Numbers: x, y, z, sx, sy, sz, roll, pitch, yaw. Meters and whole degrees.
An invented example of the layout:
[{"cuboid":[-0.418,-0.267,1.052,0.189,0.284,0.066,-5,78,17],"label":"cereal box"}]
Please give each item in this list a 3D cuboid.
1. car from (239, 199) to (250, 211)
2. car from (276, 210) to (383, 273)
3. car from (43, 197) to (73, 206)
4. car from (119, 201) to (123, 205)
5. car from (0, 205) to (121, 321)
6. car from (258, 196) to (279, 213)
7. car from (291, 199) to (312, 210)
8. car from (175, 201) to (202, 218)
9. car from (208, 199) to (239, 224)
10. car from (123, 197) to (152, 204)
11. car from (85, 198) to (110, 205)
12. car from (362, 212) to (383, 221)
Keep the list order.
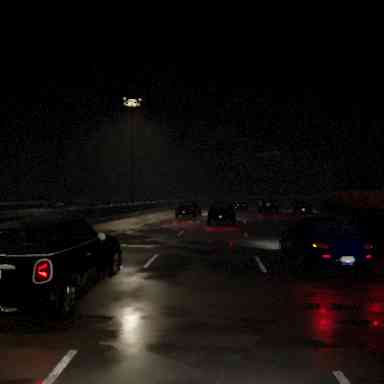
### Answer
[{"cuboid":[6.114,1.558,41.554,2.033,1.411,5.357,0,0,16],"label":"car"},{"cuboid":[4.099,1.533,10.673,1.812,1.442,4.674,0,0,4],"label":"car"},{"cuboid":[-18.317,1.459,45.613,2.128,1.511,4.902,0,0,15],"label":"car"},{"cuboid":[-9.414,1.548,51.071,1.994,1.385,4.181,0,0,18],"label":"car"},{"cuboid":[-3.097,1.347,7.472,2.097,1.767,4.553,0,0,3],"label":"car"},{"cuboid":[8.631,1.367,37.348,2.097,1.767,4.553,0,0,14],"label":"car"},{"cuboid":[11.888,1.526,36.051,1.837,1.490,4.892,0,0,14],"label":"car"},{"cuboid":[-0.253,1.525,30.184,1.812,1.442,4.674,0,0,11],"label":"car"},{"cuboid":[2.301,1.482,24.684,1.882,1.535,5.008,0,0,9],"label":"car"},{"cuboid":[-7.198,1.465,46.406,1.882,1.535,5.008,0,0,17],"label":"car"},{"cuboid":[-13.791,1.540,48.715,1.994,1.385,4.181,0,0,17],"label":"car"},{"cuboid":[7.860,1.540,13.610,1.812,1.442,4.674,0,0,5],"label":"car"}]
